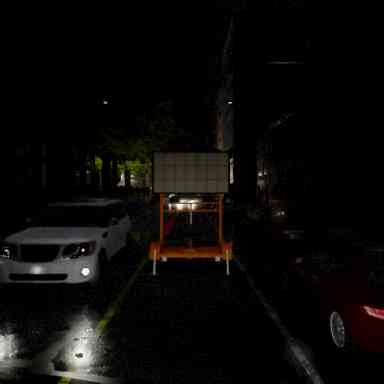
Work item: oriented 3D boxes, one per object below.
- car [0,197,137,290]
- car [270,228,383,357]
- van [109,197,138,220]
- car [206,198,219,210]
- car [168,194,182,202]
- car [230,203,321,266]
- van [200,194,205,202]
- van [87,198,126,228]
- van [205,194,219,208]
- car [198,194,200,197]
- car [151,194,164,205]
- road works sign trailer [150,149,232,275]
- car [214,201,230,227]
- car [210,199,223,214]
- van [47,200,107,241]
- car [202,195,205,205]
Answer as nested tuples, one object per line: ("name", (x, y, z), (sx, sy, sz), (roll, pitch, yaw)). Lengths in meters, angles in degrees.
("car", (-3.125, 1.218, 9.456), (2.150, 2.045, 5.566), (0, 0, 0))
("car", (2.840, 1.580, 5.827), (1.802, 1.307, 4.206), (0, 0, 0))
("van", (-5.753, 1.322, 28.416), (1.690, 1.788, 3.998), (0, 0, 0))
("car", (2.756, 1.555, 34.130), (1.802, 1.307, 4.206), (0, 0, 0))
("car", (-3.236, 1.452, 60.804), (1.812, 1.442, 4.674), (0, 0, 0))
("car", (2.822, 1.311, 11.488), (2.192, 1.841, 5.009), (0, 0, 0))
("van", (2.688, 1.276, 56.771), (1.690, 1.788, 3.998), (0, 0, 0))
("van", (-5.737, 1.328, 22.758), (1.690, 1.788, 3.998), (0, 0, 0))
("van", (2.738, 1.307, 39.790), (1.690, 1.788, 3.998), (0, 0, 0))
("car", (2.672, 1.489, 62.432), (1.947, 1.339, 4.313), (0, 0, 0))
("car", (-5.836, 1.250, 56.705), (2.192, 1.841, 5.009), (0, 0, 0))
("road works sign trailer", (-0.029, 0.461, 10.433), (2.380, 3.560, 2.880), (0, 0, 0))
("car", (2.790, 1.532, 22.809), (1.887, 1.381, 4.507), (0, 0, 0))
("car", (2.773, 1.563, 28.469), (1.802, 1.307, 4.206), (0, 0, 0))
("van", (-5.719, 1.333, 17.100), (1.690, 1.788, 3.998), (0, 0, 0))
("car", (2.722, 1.501, 45.451), (1.887, 1.381, 4.507), (0, 0, 0))
